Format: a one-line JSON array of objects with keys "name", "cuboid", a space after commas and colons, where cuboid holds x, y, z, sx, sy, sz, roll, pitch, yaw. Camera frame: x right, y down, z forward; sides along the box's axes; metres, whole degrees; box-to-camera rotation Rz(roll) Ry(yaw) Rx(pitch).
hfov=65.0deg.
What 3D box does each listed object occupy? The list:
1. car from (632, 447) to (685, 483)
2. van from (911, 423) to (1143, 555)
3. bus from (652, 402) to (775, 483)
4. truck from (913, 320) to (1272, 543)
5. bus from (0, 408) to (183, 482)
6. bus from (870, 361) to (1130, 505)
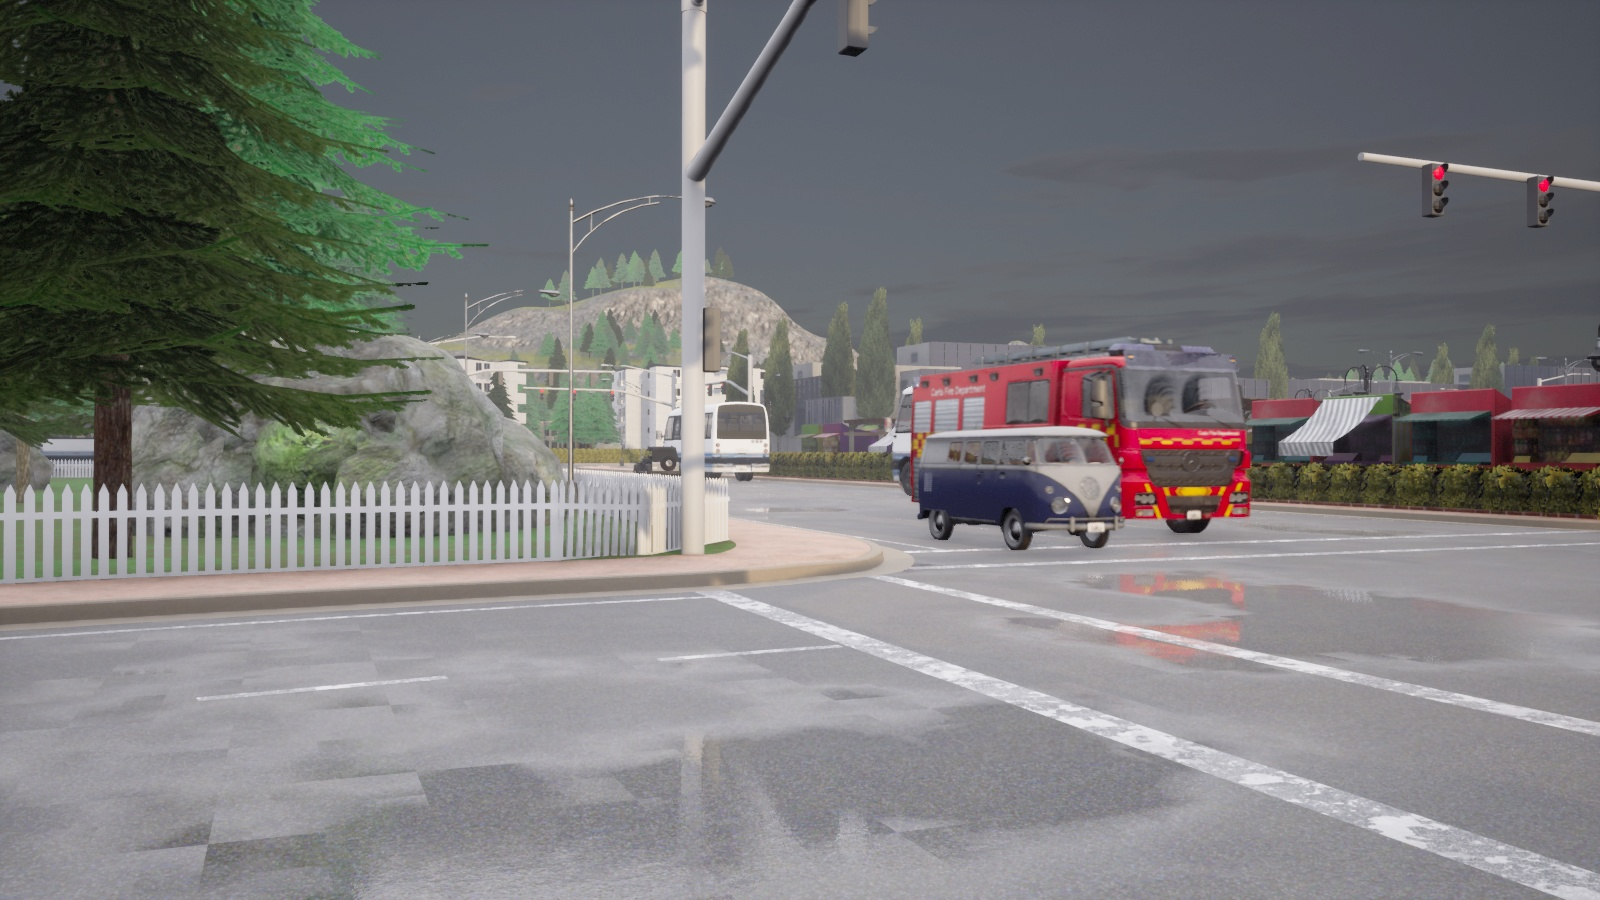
[{"name": "car", "cuboid": [-7.748, 0.780, 68.369, 1.905, 1.878, 3.866, 0, 0, -22]}, {"name": "van", "cuboid": [3.693, 0.599, 21.317, 1.775, 1.987, 4.442, 0, 0, -22]}, {"name": "bus", "cuboid": [-5.085, -0.391, 71.120, 3.944, 4.253, 10.273, 0, 0, -22]}, {"name": "truck", "cuboid": [5.575, -0.313, 26.004, 2.891, 3.827, 8.468, 0, 0, -22]}, {"name": "bus", "cuboid": [-42.870, -0.301, 75.260, 10.273, 4.253, 3.944, 0, 0, -21]}, {"name": "bus", "cuboid": [6.383, -0.485, 42.686, 3.944, 4.253, 10.273, 0, 0, -22]}]
